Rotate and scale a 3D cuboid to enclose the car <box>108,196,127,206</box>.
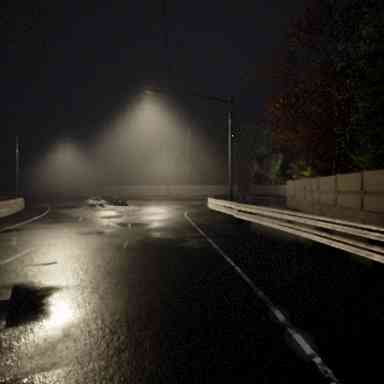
[{"bbox_3d":[-10.535,1.256,46.690,1.994,1.385,4.181,0,0,-25],"label":"car"}]

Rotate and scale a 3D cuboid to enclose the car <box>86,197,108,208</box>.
[{"bbox_3d":[-12.554,1.324,42.882,1.895,1.301,4.718,0,0,-24],"label":"car"}]

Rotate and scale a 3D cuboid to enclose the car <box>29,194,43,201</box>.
[{"bbox_3d":[-31.274,1.117,66.765,1.812,1.442,4.674,0,1,-41],"label":"car"}]
